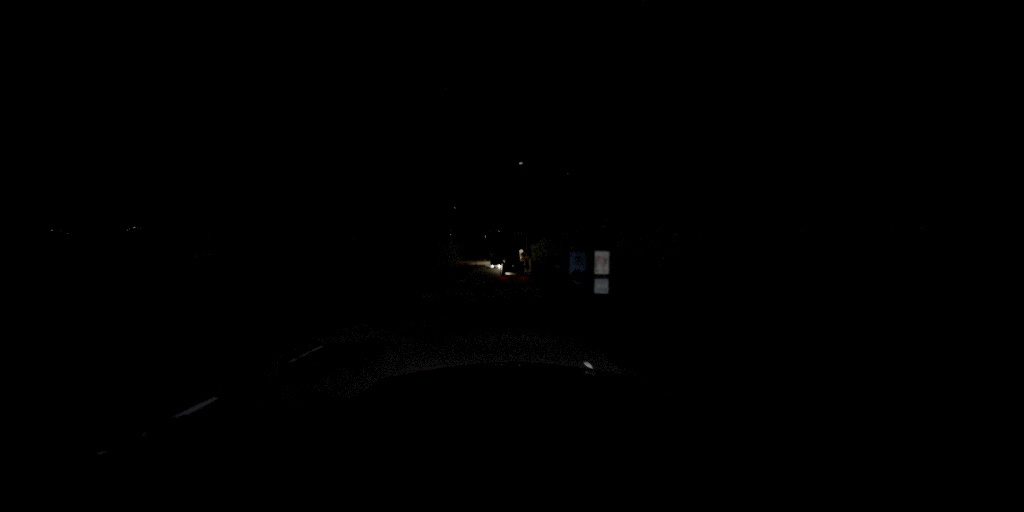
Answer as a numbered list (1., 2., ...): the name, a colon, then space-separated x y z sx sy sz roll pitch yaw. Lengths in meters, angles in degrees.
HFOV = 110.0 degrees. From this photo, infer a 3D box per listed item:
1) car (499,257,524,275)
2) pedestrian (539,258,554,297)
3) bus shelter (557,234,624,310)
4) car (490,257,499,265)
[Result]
1. car: 0.086 0.906 34.951 2.097 1.767 4.553 0 0 -1
2. pedestrian: 1.588 0.963 16.603 0.375 1.860 0.375 -1 1 -10
3. bus shelter: 3.128 0.554 14.910 1.920 2.740 3.880 0 0 0
4. car: -2.736 0.932 63.239 1.994 1.385 4.181 0 0 0
